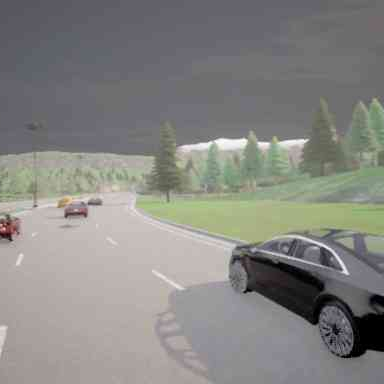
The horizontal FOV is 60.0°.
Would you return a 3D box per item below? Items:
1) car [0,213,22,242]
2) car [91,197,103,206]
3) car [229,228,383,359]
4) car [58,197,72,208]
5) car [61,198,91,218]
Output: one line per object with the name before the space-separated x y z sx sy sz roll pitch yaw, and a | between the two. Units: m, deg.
car | -9.557 1.679 16.282 1.895 1.301 4.718 -1 0 -22
car | -15.495 1.517 53.359 1.994 1.385 4.181 -1 0 -9
car | 2.299 1.407 5.980 2.128 1.511 4.902 -1 0 -18
car | -18.338 1.513 49.167 1.882 1.535 5.008 -1 1 -9
car | -10.660 1.569 30.882 1.994 1.385 4.181 -1 0 -16
